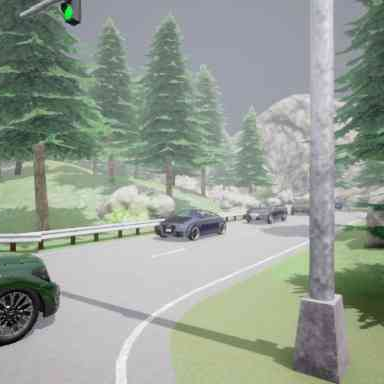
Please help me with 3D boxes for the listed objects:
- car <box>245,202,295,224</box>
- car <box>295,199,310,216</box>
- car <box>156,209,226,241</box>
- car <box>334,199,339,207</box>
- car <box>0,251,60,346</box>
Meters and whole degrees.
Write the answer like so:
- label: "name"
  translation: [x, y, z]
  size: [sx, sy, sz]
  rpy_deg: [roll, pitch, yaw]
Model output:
- label: "car"
  translation: [5.713, 1.507, 25.145]
  size: [2.128, 1.511, 4.902]
  rpy_deg: [0, 0, 35]
- label: "car"
  translation: [11.313, 1.520, 33.691]
  size: [1.837, 1.490, 4.892]
  rpy_deg: [0, 0, 28]
- label: "car"
  translation: [0.052, 1.579, 16.969]
  size: [1.994, 1.385, 4.181]
  rpy_deg: [0, 0, 35]
- label: "car"
  translation: [18.174, 1.583, 44.375]
  size: [1.812, 1.442, 4.674]
  rpy_deg: [1, 0, -7]
- label: "car"
  translation: [-4.500, 1.341, 4.064]
  size: [2.150, 2.045, 5.566]
  rpy_deg: [0, -1, 35]
